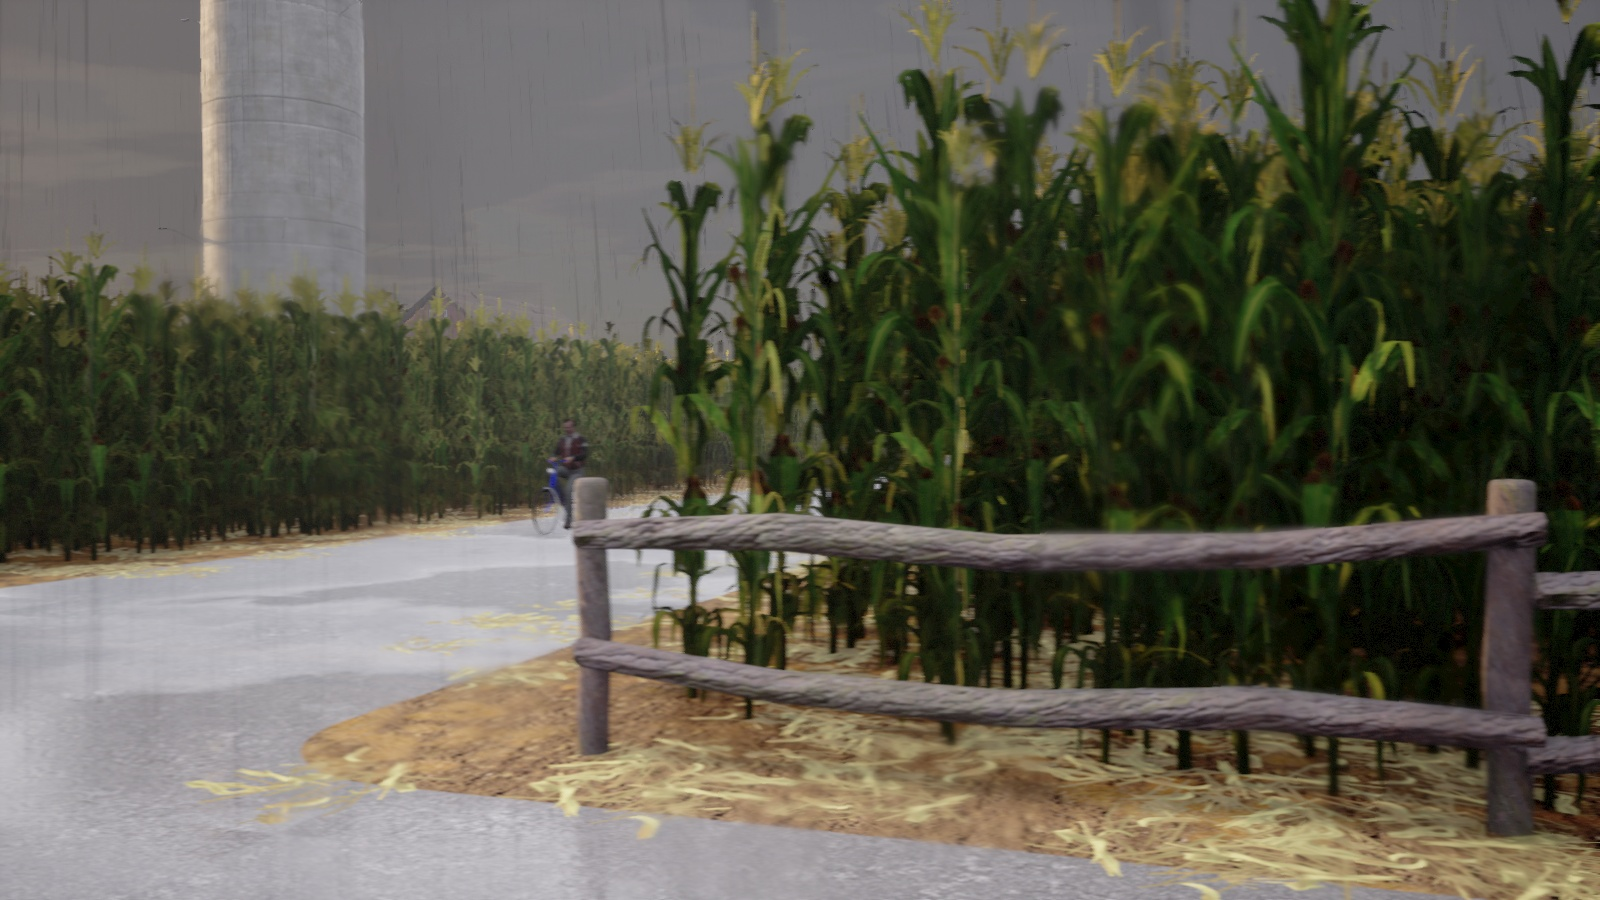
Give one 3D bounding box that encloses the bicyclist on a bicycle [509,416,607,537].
[{"bbox_3d":[-3.700,0.373,19.350,0.659,1.776,1.843,1,1,19],"label":"bicyclist on a bicycle"}]
